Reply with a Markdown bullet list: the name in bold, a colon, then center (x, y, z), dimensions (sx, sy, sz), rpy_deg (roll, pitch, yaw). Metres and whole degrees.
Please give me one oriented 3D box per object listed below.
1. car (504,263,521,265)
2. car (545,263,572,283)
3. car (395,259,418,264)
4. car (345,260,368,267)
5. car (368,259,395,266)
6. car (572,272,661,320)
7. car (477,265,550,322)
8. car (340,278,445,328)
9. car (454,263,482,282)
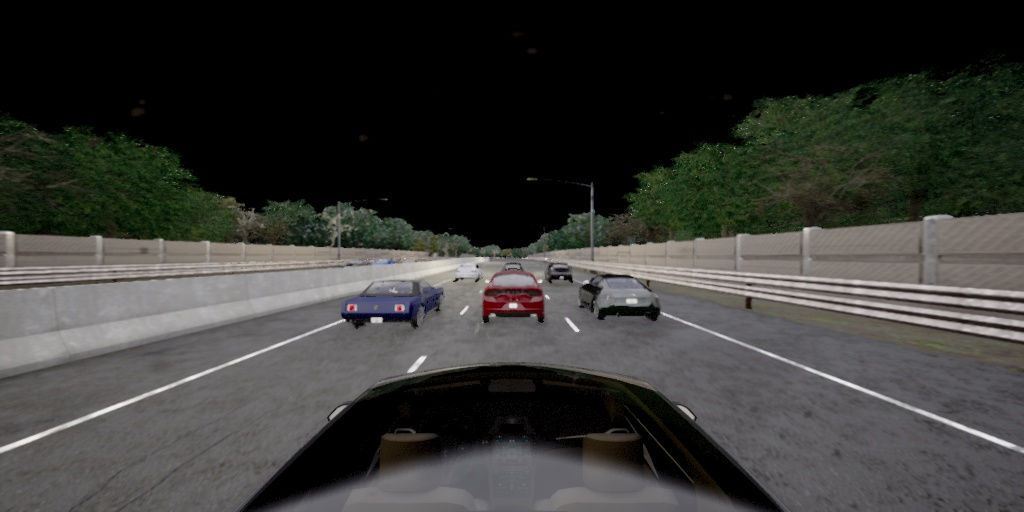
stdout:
- **car**: center (0.060, 1.272, 28.060), dimensions (1.837, 1.490, 4.892), rpy_deg (0, 1, 0)
- **car**: center (3.560, 1.272, 27.964), dimensions (1.837, 1.490, 4.892), rpy_deg (0, 1, 0)
- **car**: center (-14.097, 1.180, 49.417), dimensions (1.882, 1.535, 5.008), rpy_deg (0, 0, 0)
- **car**: center (-21.087, 1.249, 49.439), dimensions (2.033, 1.411, 5.357), rpy_deg (0, 0, 0)
- **car**: center (-17.594, 1.180, 49.410), dimensions (1.882, 1.535, 5.008), rpy_deg (0, 0, 0)
- **car**: center (3.565, 1.321, 12.644), dimensions (1.994, 1.385, 4.181), rpy_deg (0, 0, 0)
- **car**: center (0.062, 1.236, 12.415), dimensions (1.882, 1.535, 5.008), rpy_deg (0, 0, 1)
- **car**: center (-3.443, 1.358, 11.397), dimensions (1.895, 1.301, 4.718), rpy_deg (0, 0, 0)
- **car**: center (-3.436, 1.290, 28.805), dimensions (1.812, 1.442, 4.674), rpy_deg (0, 0, 0)
